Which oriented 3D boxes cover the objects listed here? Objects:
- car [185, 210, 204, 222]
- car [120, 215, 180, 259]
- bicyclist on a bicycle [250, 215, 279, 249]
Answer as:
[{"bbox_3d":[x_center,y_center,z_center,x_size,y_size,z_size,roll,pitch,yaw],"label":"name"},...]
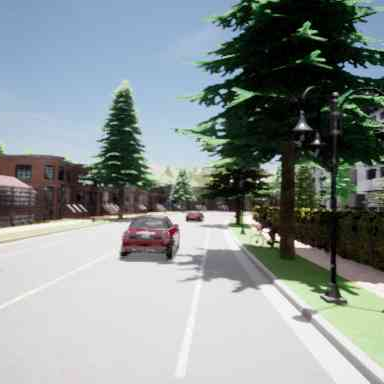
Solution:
[{"bbox_3d":[0.377,3.049,42.413,1.994,1.385,4.181,1,-2,8],"label":"car"},{"bbox_3d":[-1.722,1.820,15.023,2.097,1.767,4.553,1,-2,2],"label":"car"},{"bbox_3d":[3.588,1.928,15.874,1.656,1.620,0.582,1,-2,2],"label":"bicyclist on a bicycle"}]
